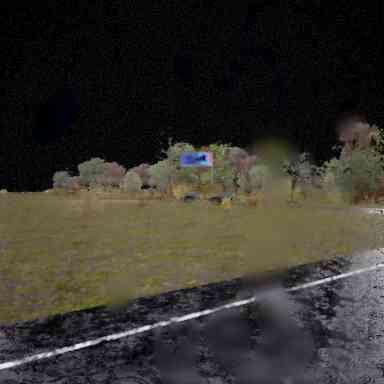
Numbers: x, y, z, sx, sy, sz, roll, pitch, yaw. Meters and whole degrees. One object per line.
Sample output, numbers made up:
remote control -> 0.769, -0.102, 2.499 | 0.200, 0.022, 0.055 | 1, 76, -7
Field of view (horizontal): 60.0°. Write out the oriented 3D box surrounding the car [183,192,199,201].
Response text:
car -> 0.319, 0.965, 72.816 | 2.150, 2.045, 5.566 | 0, 0, -34

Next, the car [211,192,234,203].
car -> 5.820, 1.094, 64.619 | 2.150, 2.045, 5.566 | 0, 0, -33
